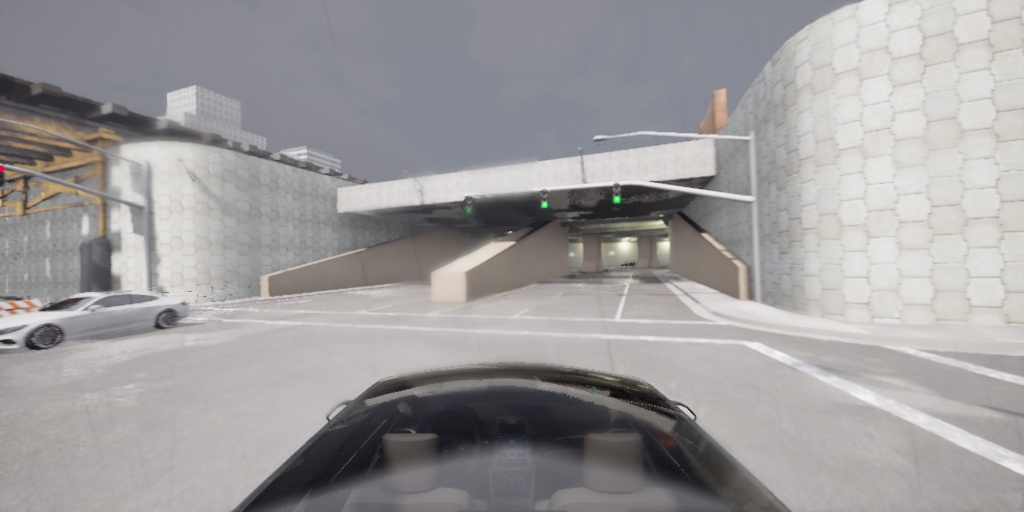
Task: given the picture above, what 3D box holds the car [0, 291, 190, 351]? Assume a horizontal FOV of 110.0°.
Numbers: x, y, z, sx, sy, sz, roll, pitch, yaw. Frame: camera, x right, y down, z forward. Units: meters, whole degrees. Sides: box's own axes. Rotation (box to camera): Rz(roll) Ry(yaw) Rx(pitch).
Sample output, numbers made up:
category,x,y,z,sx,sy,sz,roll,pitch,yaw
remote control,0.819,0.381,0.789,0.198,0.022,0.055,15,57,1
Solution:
category,x,y,z,sx,sy,sz,roll,pitch,yaw
car,-12.800,1.848,11.063,1.812,1.442,4.674,-2,-1,10
